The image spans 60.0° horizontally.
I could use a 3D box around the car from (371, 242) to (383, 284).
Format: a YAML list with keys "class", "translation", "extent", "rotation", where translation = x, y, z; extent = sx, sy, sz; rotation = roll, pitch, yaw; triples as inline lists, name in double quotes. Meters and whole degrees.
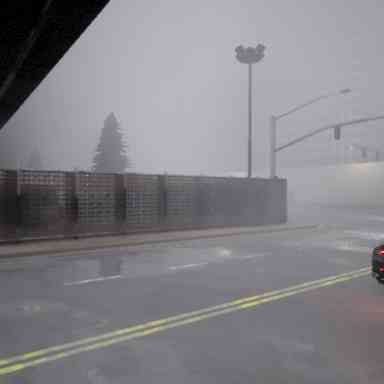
- class: "car"
  translation: [6.393, 1.542, 8.354]
  extent: [4.892, 1.490, 1.837]
  rotation: [1, 0, -35]
